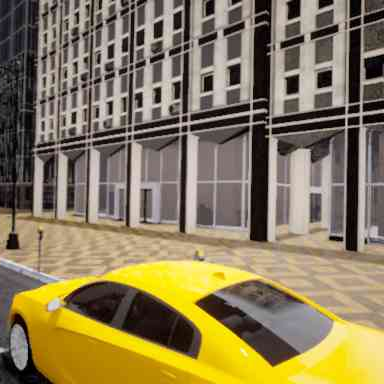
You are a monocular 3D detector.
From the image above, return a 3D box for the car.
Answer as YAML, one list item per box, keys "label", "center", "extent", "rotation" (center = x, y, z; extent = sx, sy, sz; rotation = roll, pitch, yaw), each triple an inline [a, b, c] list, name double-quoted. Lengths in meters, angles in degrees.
- label: "car"
  center: [-0.365, 1.550, 3.813]
  extent: [5.008, 1.535, 1.882]
  rotation: [0, -1, 42]
